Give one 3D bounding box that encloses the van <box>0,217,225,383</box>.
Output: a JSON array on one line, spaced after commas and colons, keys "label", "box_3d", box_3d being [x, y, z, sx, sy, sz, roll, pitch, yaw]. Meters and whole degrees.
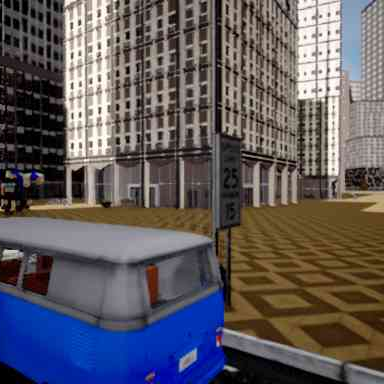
[{"label": "van", "box_3d": [-1.557, 1.273, 4.094, 3.998, 1.788, 1.690, 1, 1, 35]}]
